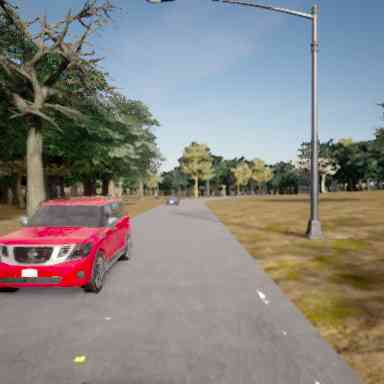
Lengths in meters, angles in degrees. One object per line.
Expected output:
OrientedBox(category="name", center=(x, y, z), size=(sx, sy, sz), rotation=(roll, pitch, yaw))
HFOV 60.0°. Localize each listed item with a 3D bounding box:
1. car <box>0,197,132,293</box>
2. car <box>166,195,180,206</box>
OrientedBox(category="car", center=(-3.082, 1.181, 9.088), size=(2.150, 2.045, 5.566), rotation=(0, 0, 0))
OrientedBox(category="car", center=(-2.942, 1.294, 51.145), size=(2.128, 1.511, 4.902), rotation=(0, 0, 1))
